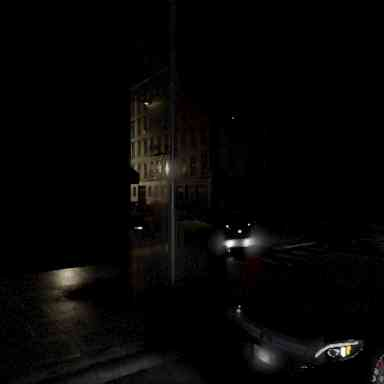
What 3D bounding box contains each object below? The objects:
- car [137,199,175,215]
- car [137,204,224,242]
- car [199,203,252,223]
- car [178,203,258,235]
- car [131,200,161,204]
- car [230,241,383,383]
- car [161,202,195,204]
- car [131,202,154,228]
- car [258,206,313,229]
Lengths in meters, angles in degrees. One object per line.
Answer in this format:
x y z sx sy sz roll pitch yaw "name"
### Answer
-3.846 1.526 34.845 1.752 1.417 4.829 0 0 -35 "car"
-0.774 1.553 16.693 1.752 1.417 4.829 0 0 -35 "car"
2.531 1.575 25.888 1.802 1.307 4.206 0 0 -35 "car"
0.950 1.563 18.691 2.033 1.411 5.357 0 0 -32 "car"
-4.805 1.515 26.733 2.128 1.511 4.902 0 0 -35 "car"
2.684 1.527 4.993 4.674 1.442 1.812 0 0 -36 "car"
-0.608 1.563 30.297 1.947 1.339 4.313 0 0 -35 "car"
-4.012 1.583 21.241 2.008 1.369 4.403 0 0 -35 "car"
5.671 1.555 21.479 1.947 1.339 4.313 0 0 -35 "car"
